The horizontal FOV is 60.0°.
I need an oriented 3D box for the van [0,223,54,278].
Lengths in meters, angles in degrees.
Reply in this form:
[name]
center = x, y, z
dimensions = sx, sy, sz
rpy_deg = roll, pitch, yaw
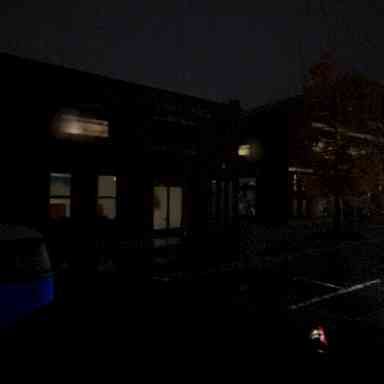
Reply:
[van]
center = -3.718, 1.341, 3.885
dimensions = 3.998, 1.788, 1.690
rpy_deg = 0, 1, -35

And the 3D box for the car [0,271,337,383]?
[car]
center = -0.597, 1.566, 2.947
dimensions = 4.181, 1.385, 1.994
rpy_deg = 0, 0, -36
